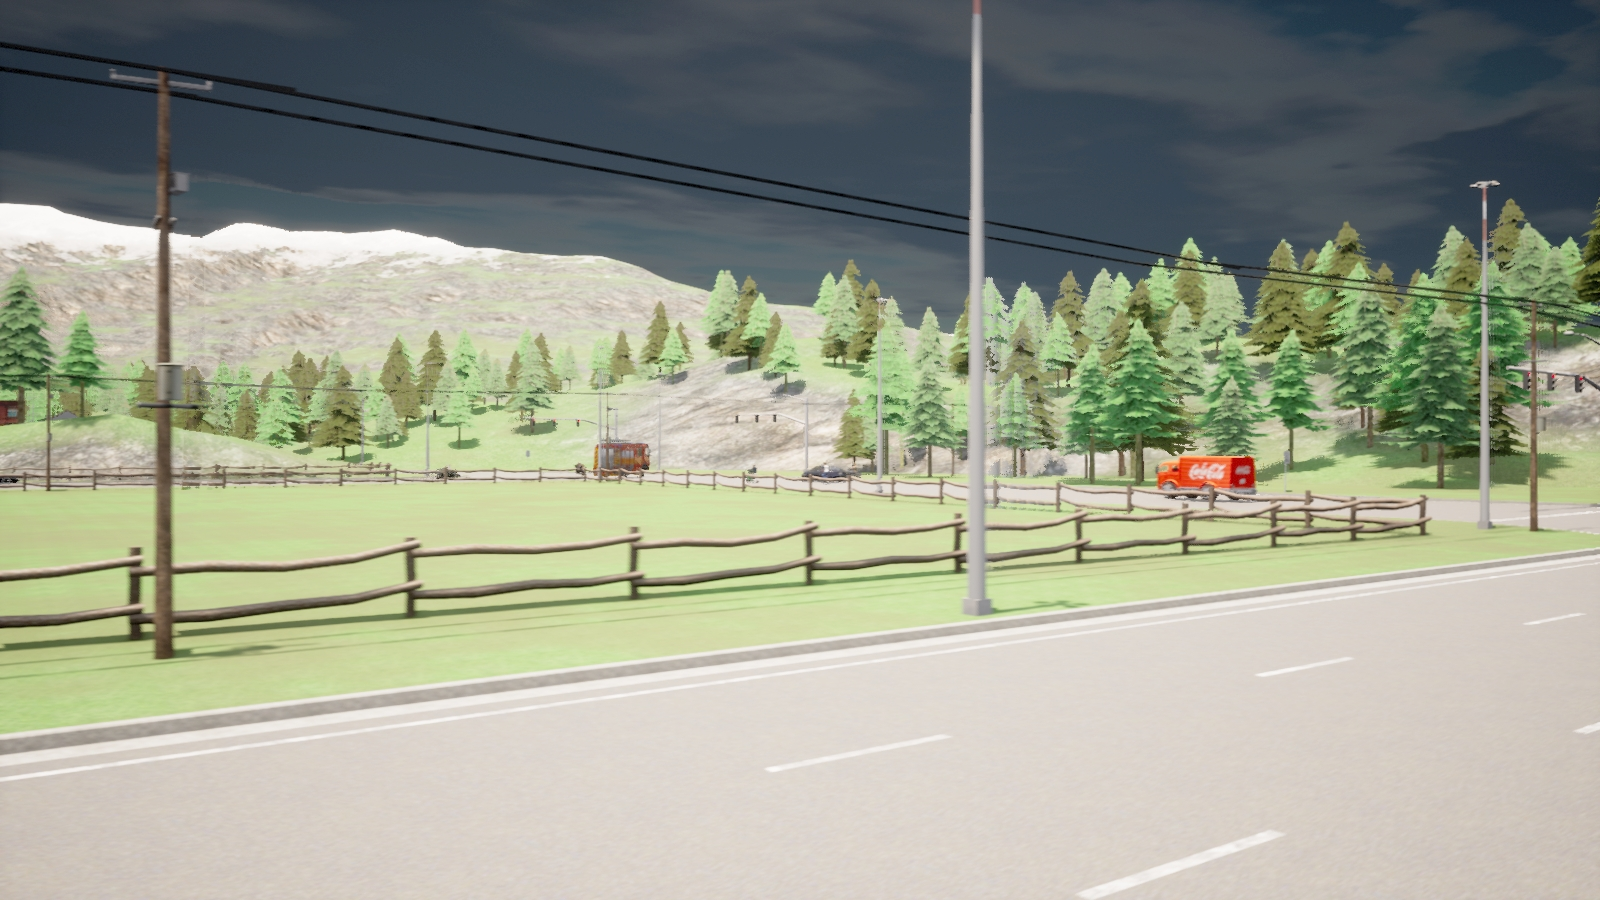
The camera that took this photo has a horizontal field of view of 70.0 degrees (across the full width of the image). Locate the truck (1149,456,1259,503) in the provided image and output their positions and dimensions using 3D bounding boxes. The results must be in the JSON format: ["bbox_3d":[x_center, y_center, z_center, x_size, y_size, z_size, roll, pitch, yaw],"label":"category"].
[{"bbox_3d":[22.381,1.568,63.486,2.627,2.467,5.204,0,0,-34],"label":"truck"}]
